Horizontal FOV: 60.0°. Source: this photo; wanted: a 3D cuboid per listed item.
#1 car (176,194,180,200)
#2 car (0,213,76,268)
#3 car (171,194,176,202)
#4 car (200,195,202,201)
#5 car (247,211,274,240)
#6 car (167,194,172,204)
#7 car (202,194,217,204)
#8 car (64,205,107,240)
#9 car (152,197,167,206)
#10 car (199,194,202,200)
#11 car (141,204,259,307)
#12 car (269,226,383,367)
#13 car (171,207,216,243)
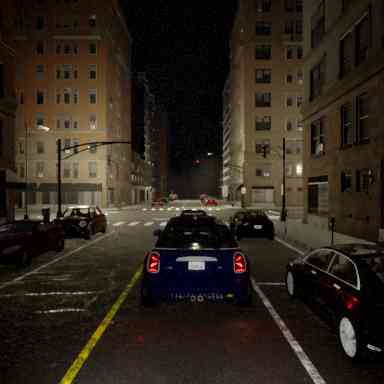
[{"bbox_3d":[-5.347,1.458,91.627,2.192,1.841,5.009,0,0,0],"label":"car"},{"bbox_3d":[-5.645,1.582,11.163,1.802,1.307,4.206,0,0,0],"label":"car"},{"bbox_3d":[-5.393,1.627,80.640,1.752,1.417,4.829,0,0,0],"label":"car"},{"bbox_3d":[3.065,1.607,64.551,2.008,1.369,4.403,0,0,0],"label":"car"},{"bbox_3d":[2.894,1.567,16.644,1.947,1.339,4.313,0,0,0],"label":"car"},{"bbox_3d":[-5.460,1.607,64.584,2.008,1.369,4.403,0,0,0],"label":"car"},{"bbox_3d":[3.018,1.476,53.734,1.967,1.590,4.097,0,0,0],"label":"car"},{"bbox_3d":[-5.631,1.441,16.665,1.967,1.590,4.097,0,0,0],"label":"car"},{"bbox_3d":[-5.507,1.618,53.767,1.802,1.307,4.206,0,0,0],"label":"car"},{"bbox_3d":[3.109,1.525,75.369,1.967,1.590,4.097,0,0,0],"label":"car"},{"bbox_3d":[0.097,1.352,8.131,2.097,1.767,4.553,0,0,0],"label":"car"},{"bbox_3d":[2.867,1.551,5.641,2.008,1.369,4.403,0,0,0],"label":"car"},{"bbox_3d":[0.084,1.565,16.714,1.994,1.385,4.181,0,0,0],"label":"car"}]
